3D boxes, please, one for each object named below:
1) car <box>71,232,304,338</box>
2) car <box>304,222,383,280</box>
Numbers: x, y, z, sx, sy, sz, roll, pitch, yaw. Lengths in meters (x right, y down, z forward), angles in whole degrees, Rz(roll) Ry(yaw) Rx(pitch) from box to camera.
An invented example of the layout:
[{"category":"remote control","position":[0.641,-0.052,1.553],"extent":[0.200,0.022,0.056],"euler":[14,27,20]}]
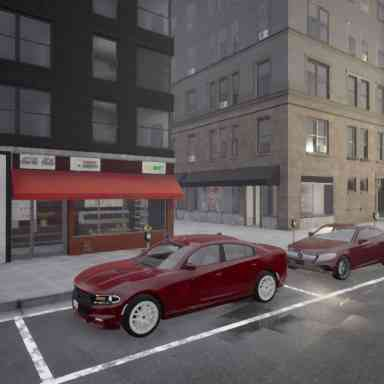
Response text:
[{"category":"car","position":[-0.029,1.545,6.617],"extent":[4.507,1.381,1.887],"euler":[0,0,-35]},{"category":"car","position":[4.497,1.577,9.832],"extent":[4.206,1.307,1.802],"euler":[0,0,-35]}]
